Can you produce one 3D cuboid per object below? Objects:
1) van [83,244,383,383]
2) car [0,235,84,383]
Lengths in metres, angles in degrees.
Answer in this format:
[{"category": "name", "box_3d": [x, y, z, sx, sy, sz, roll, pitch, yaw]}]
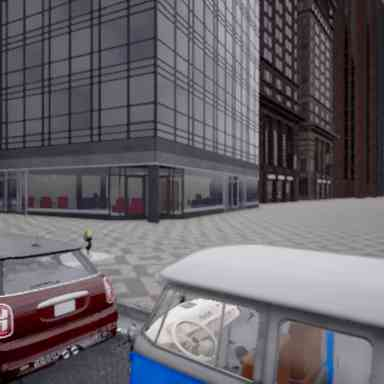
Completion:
[{"category": "van", "box_3d": [1.357, 1.342, 1.890, 3.998, 1.788, 1.690, 1, 0, 36]}, {"category": "car", "box_3d": [-3.080, 1.374, 5.074, 4.097, 1.590, 1.967, 1, 0, 36]}]
